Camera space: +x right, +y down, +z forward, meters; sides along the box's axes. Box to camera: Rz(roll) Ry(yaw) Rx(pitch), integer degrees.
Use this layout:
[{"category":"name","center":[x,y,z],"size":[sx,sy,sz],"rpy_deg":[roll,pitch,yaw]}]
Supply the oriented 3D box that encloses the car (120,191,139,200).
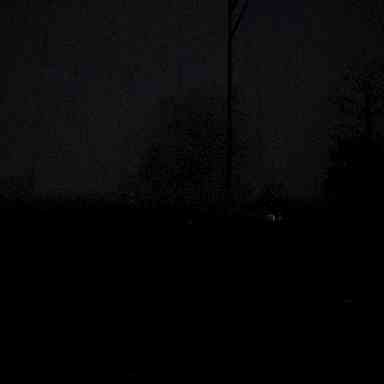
[{"category":"car","center":[-10.540,0.518,55.901],"size":[2.128,1.511,4.902],"rpy_deg":[0,2,-35]}]

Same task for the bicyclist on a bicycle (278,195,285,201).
[{"category":"bicyclist on a bicycle","center":[8.971,1.115,33.723],"size":[1.656,1.620,0.582],"rpy_deg":[0,1,-35]}]

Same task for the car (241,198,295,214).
[{"category":"car","center":[7.034,1.232,31.202],"size":[2.033,1.411,5.357],"rpy_deg":[0,2,-36]}]
